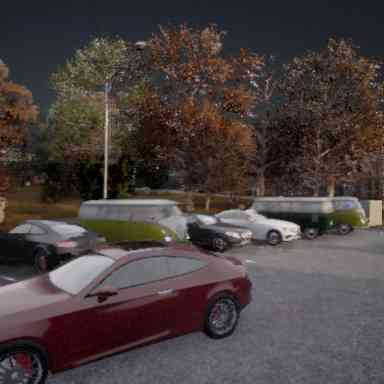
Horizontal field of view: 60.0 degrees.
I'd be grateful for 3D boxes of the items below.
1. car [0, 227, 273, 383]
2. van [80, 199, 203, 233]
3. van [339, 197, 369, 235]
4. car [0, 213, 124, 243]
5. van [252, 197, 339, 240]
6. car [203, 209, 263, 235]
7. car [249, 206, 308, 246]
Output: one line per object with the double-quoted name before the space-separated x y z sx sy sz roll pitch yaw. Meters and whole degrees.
"car" -1.087 1.526 5.057 4.674 1.442 1.812 0 0 -35
"van" -2.084 1.262 11.956 4.442 1.987 1.878 -1 -1 34
"van" 7.504 1.284 18.794 4.442 1.987 1.878 -1 -1 35
"car" -4.579 1.526 10.300 4.674 1.452 2.002 -1 -1 34
"van" 4.909 1.280 17.209 4.442 1.987 1.878 -1 -1 34
"car" 0.216 1.533 13.728 4.674 1.452 2.002 -1 -1 35
"car" 2.612 1.537 15.440 4.674 1.452 2.002 -1 -1 34
